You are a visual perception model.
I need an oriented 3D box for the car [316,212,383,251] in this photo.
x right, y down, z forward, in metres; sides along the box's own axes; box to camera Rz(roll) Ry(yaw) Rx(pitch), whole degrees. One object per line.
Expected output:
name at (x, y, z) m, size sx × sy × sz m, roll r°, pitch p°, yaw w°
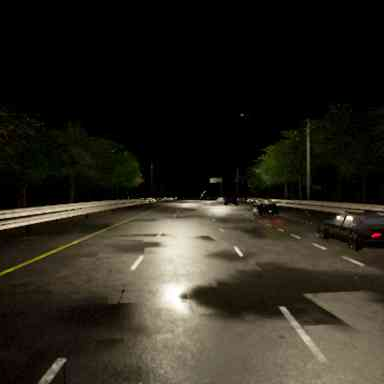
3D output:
car at (7.016, 1.556, 13.994) m, size 2.033 × 1.411 × 5.357 m, roll 0°, pitch 0°, yaw 0°

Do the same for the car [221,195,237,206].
car at (7.226, 1.581, 62.668) m, size 2.150 × 2.045 × 5.566 m, roll 0°, pitch -1°, yaw 0°

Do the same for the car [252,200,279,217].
car at (7.064, 1.558, 32.256) m, size 2.128 × 1.511 × 4.902 m, roll 0°, pitch 0°, yaw 0°

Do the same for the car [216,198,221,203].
car at (7.428, 2.207, 86.751) m, size 1.812 × 1.442 × 4.674 m, roll 0°, pitch -1°, yaw 1°
